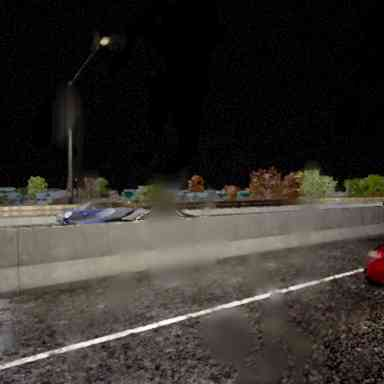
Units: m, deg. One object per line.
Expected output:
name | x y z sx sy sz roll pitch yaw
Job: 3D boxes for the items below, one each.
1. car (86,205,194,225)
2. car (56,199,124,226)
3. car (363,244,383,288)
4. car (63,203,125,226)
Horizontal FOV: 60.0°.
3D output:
car | -2.056 1.472 15.390 4.892 1.490 1.837 0 0 -35
car | -6.129 1.318 21.080 4.553 1.767 2.097 0 0 -35
car | 5.979 1.524 7.962 4.181 1.385 1.994 0 0 -35
car | -3.938 1.513 18.349 5.357 1.411 2.033 0 0 -35
